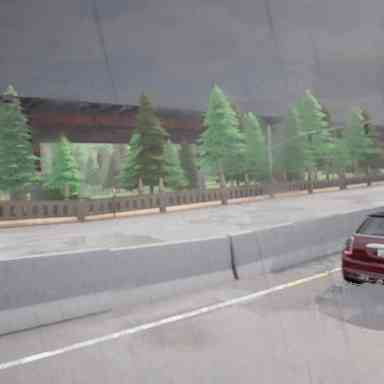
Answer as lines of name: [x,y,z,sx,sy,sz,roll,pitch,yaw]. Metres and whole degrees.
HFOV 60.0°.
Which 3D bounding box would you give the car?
car: [5.486,1.119,7.691,4.553,1.767,2.097,-3,2,-36]
